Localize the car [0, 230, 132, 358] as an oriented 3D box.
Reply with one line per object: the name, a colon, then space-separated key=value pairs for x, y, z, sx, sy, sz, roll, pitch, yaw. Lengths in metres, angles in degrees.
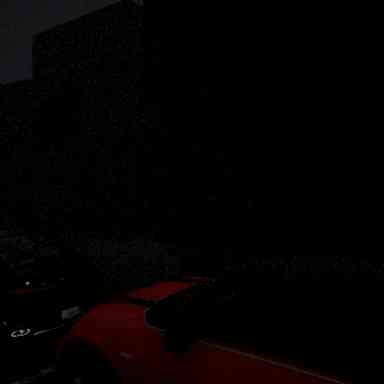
car: x=-3.713 y=1.450 z=6.175 sx=4.892 sy=1.521 sz=2.231 roll=0 pitch=0 yaw=35
